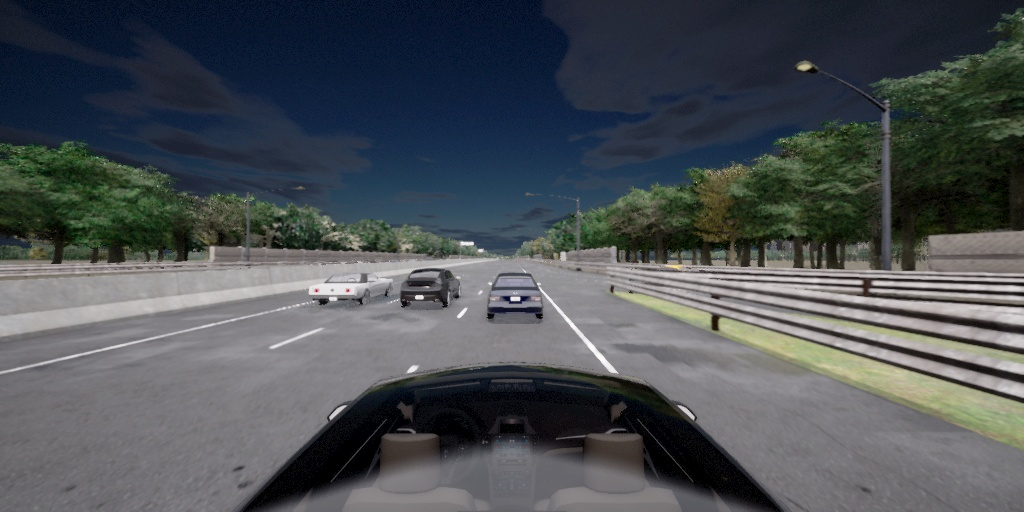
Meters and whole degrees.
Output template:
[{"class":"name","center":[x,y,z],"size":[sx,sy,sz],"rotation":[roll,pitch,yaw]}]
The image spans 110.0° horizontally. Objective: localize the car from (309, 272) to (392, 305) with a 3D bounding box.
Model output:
[{"class":"car","center":[-6.901,1.372,16.071],"size":[1.895,1.301,4.718],"rotation":[0,0,0]}]

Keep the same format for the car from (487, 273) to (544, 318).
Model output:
[{"class":"car","center":[0.099,1.312,13.061],"size":[2.033,1.411,5.357],"rotation":[0,0,0]}]

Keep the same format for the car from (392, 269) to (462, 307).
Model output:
[{"class":"car","center":[-3.401,1.275,15.607],"size":[1.837,1.490,4.892],"rotation":[0,0,0]}]

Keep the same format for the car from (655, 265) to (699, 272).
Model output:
[{"class":"car","center":[10.972,1.383,24.800],"size":[1.882,1.535,5.008],"rotation":[1,0,-24]}]
